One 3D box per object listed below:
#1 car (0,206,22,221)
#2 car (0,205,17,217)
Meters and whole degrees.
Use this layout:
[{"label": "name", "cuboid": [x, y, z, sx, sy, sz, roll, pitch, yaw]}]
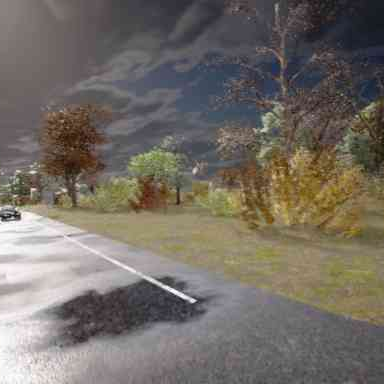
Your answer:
[{"label": "car", "cuboid": [-20.093, 2.437, 36.964, 1.895, 1.301, 4.718, -4, 1, -31]}, {"label": "car", "cuboid": [-25.486, 2.616, 46.070, 1.812, 1.442, 4.674, -4, 1, -30]}]
